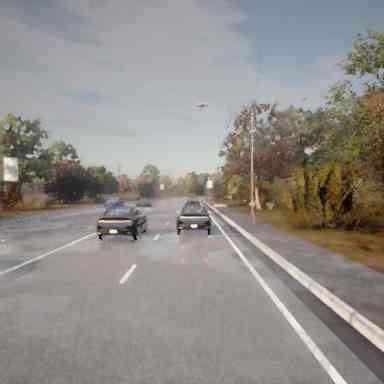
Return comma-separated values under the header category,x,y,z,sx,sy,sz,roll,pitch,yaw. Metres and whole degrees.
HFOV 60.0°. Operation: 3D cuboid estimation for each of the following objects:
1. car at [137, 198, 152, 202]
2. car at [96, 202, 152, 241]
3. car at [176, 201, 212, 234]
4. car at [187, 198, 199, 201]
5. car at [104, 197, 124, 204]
category,x,y,z,sx,sy,sz,roll,pitch,yaw
car,-7.075,1.575,49.125,1.994,1.385,4.181,0,0,0
car,-3.400,1.495,16.799,2.128,1.511,4.902,0,0,0
car,0.099,1.496,19.098,2.128,1.511,4.902,0,0,0
car,0.098,1.514,41.192,1.837,1.490,4.892,0,0,0
car,-10.588,1.487,45.273,1.882,1.535,5.008,0,0,0
